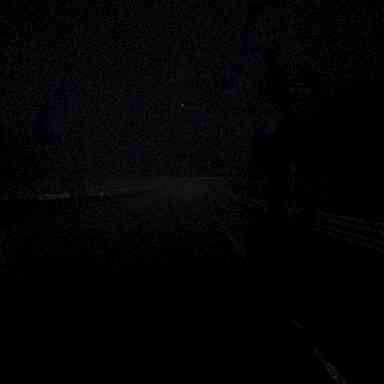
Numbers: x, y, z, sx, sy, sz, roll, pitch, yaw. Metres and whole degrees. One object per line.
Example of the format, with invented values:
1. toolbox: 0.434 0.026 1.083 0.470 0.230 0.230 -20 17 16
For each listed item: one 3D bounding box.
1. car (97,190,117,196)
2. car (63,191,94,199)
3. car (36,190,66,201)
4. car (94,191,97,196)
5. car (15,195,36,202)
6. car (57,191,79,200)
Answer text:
1. car: -15.772 0.424 63.230 2.097 1.767 4.553 0 2 3
2. car: -16.517 0.971 48.678 1.837 1.490 4.892 0 1 3
3. car: -20.020 0.687 48.642 2.150 2.045 5.566 0 1 3
4. car: -19.267 0.536 63.403 1.882 1.535 5.008 0 2 3
5. car: -23.538 1.076 48.257 1.895 1.301 4.718 0 1 3
6. car: -22.878 0.645 61.592 2.128 1.511 4.902 0 2 3
